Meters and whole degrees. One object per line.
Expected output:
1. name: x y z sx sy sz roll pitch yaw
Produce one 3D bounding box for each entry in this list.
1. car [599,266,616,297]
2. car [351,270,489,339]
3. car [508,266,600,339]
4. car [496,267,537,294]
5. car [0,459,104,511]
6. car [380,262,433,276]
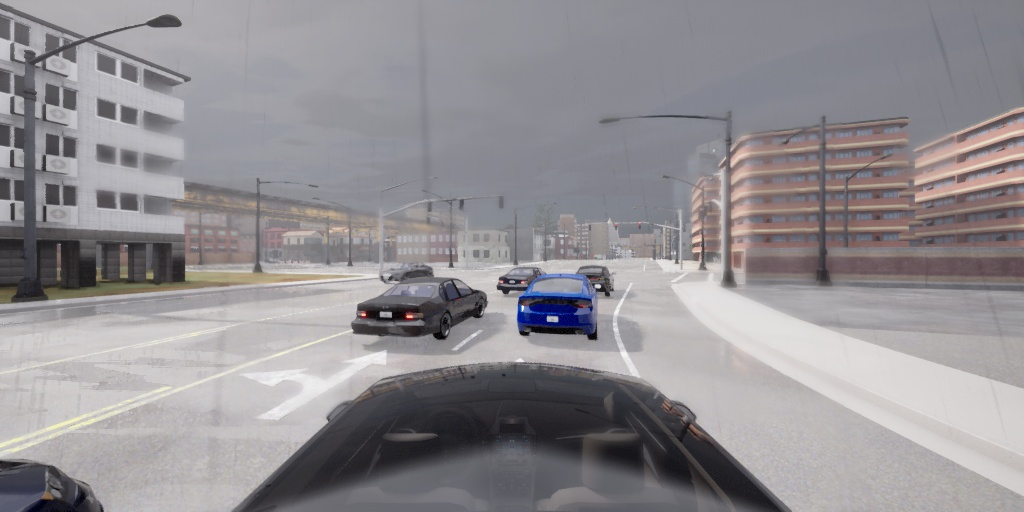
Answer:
1. car: 4.392 1.255 19.157 1.837 1.490 4.892 0 0 19
2. car: -2.188 1.297 10.115 2.033 1.411 5.357 0 0 12
3. car: 1.473 1.228 10.232 1.882 1.535 5.008 0 0 14
4. car: 0.875 1.297 19.709 2.033 1.411 5.357 0 0 20
5. car: -3.229 1.314 0.207 1.994 1.385 4.181 0 0 -1
6. car: -7.790 1.245 26.969 2.128 1.511 4.902 0 0 21
